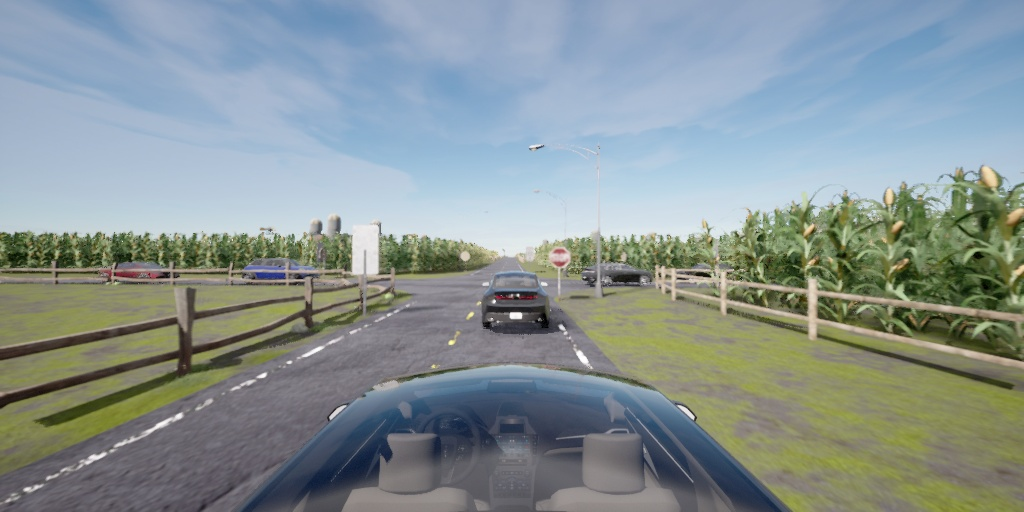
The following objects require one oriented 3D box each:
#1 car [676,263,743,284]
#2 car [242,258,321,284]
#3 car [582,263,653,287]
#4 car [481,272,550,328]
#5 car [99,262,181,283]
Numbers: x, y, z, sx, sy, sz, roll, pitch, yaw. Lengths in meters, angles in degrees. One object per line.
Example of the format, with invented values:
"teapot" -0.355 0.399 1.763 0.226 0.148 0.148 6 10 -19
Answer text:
"car" 14.763 1.290 27.198 5.008 1.535 1.882 0 0 0
"car" -15.619 0.951 24.487 4.553 1.767 2.097 0 0 2
"car" 7.080 1.228 23.967 4.902 1.511 2.128 1 -1 -16
"car" 0.098 1.234 11.261 1.837 1.490 4.892 0 0 0
"car" -25.474 1.109 24.637 4.181 1.385 1.994 0 0 1
